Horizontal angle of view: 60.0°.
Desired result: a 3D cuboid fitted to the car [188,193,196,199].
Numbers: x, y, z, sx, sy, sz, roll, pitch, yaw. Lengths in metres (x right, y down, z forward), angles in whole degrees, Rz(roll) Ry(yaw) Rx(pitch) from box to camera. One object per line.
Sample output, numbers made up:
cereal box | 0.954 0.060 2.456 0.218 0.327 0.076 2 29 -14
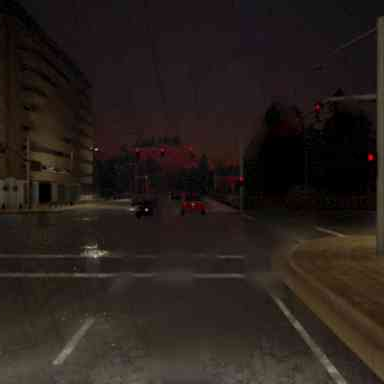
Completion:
car | -0.009 1.027 81.231 1.895 1.301 4.718 0 0 0

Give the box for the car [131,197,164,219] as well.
car | -3.400 1.382 27.473 2.033 1.411 5.357 0 0 0

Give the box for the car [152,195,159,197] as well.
car | -7.036 1.203 61.564 1.812 1.442 4.674 0 1 0

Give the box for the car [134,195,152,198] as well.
car | -7.084 1.239 45.482 1.882 1.535 5.008 0 0 0

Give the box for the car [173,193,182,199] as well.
car | -3.509 0.957 81.200 2.128 1.511 4.902 0 0 0

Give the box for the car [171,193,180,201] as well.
car | -3.508 1.098 71.951 1.882 1.535 5.008 0 0 0

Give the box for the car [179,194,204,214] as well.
car | 0.097 1.176 32.701 2.097 1.767 4.553 0 0 0

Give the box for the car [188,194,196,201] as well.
car | -0.008 1.142 72.209 1.812 1.442 4.674 0 0 0
